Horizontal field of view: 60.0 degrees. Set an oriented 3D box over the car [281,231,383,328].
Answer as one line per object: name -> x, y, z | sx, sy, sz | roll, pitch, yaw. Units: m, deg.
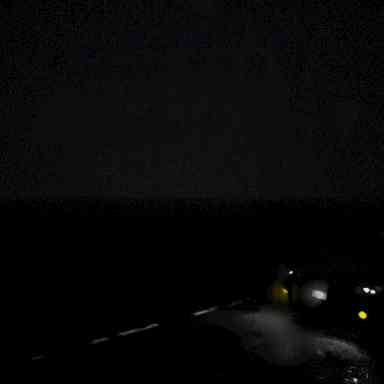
car -> 3.736, 1.534, 6.777 | 4.181, 1.385, 1.994 | 0, 0, -37
